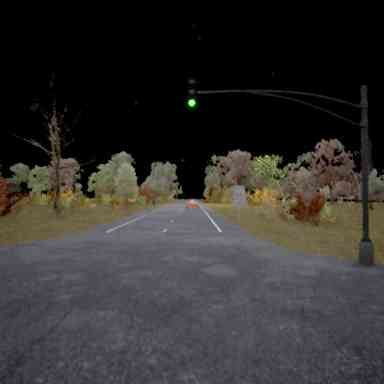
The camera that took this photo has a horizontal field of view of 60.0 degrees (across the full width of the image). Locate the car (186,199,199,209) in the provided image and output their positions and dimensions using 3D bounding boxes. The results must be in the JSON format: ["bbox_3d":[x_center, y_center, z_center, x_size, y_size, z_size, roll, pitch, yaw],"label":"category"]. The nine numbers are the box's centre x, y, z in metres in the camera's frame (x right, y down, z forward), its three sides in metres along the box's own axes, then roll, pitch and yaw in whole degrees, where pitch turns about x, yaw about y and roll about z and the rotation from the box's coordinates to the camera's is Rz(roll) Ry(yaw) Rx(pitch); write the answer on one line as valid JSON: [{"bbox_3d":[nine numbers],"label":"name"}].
[{"bbox_3d":[0.076,1.926,56.290,2.097,1.767,4.553,0,-1,0],"label":"car"}]

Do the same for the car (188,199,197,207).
[{"bbox_3d":[0.089,2.212,66.321,1.812,1.442,4.674,0,-1,0],"label":"car"}]
